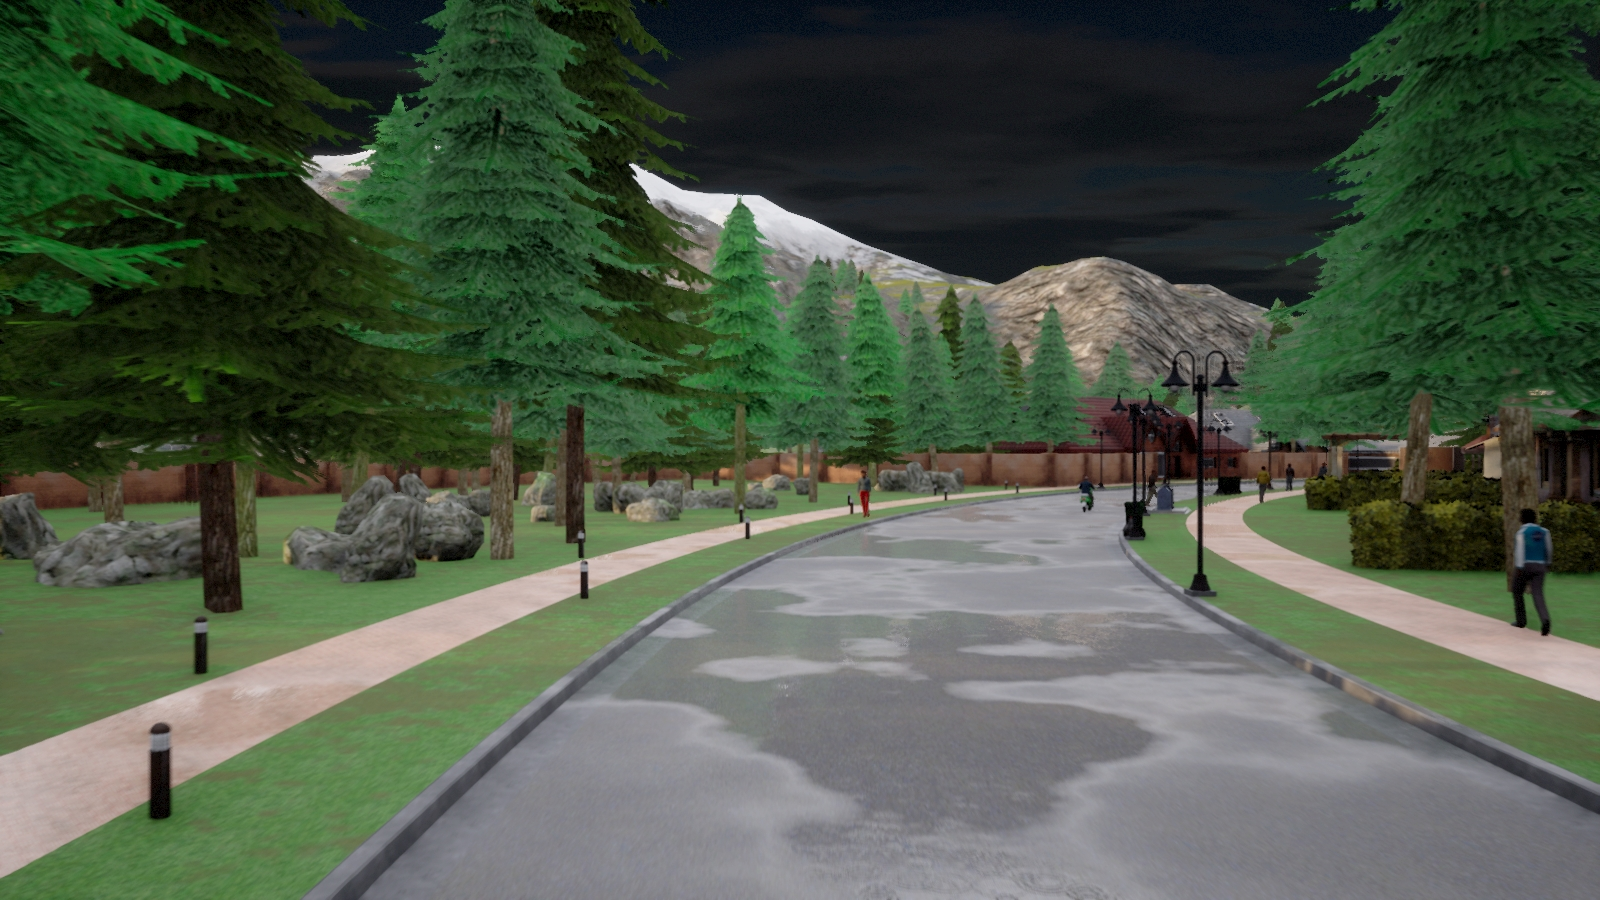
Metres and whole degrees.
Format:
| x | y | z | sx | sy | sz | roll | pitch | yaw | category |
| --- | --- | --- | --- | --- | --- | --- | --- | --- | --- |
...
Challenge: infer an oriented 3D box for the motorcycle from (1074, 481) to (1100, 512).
| x | y | z | sx | sy | sz | roll | pitch | yaw | category |
| --- | --- | --- | --- | --- | --- | --- | --- | --- | --- |
| 13.008 | 2.100 | 51.776 | 0.856 | 1.334 | 1.805 | 0 | 0 | 23 | motorcycle |

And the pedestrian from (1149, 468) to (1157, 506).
| x | y | z | sx | sy | sz | roll | pitch | yaw | category |
| --- | --- | --- | --- | --- | --- | --- | --- | --- | --- |
| 17.278 | 1.816 | 55.861 | 0.375 | 1.860 | 0.375 | 0 | 0 | 17 | pedestrian |

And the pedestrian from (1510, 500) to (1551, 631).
| x | y | z | sx | sy | sz | roll | pitch | yaw | category |
| --- | --- | --- | --- | --- | --- | --- | --- | --- | --- |
| 10.590 | 1.664 | 16.564 | 0.375 | 1.860 | 0.375 | 0 | 0 | 6 | pedestrian |

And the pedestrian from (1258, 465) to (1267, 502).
| x | y | z | sx | sy | sz | roll | pitch | yaw | category |
| --- | --- | --- | --- | --- | --- | --- | --- | --- | --- |
| 22.994 | 1.663 | 56.821 | 0.375 | 1.860 | 0.375 | 0 | 0 | 27 | pedestrian |

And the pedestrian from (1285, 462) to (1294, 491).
| x | y | z | sx | sy | sz | roll | pitch | yaw | category |
| --- | --- | --- | --- | --- | --- | --- | --- | --- | --- |
| 30.781 | 1.664 | 71.832 | 0.375 | 1.860 | 0.375 | 0 | 0 | 43 | pedestrian |

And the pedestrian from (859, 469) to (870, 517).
| x | y | z | sx | sy | sz | roll | pitch | yaw | category |
| --- | --- | --- | --- | --- | --- | --- | --- | --- | --- |
| 2.525 | 1.666 | 44.478 | 0.375 | 1.860 | 0.375 | 0 | 0 | 11 | pedestrian |
